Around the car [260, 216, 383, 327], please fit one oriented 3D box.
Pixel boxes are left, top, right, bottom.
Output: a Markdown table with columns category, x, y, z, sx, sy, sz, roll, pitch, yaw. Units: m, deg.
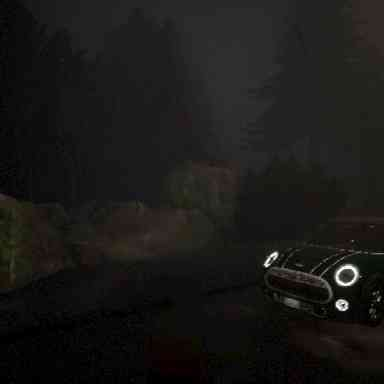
| category | x | y | z | sx | sy | sz | roll | pitch | yaw |
| --- | --- | --- | --- | --- | --- | --- | --- | --- | --- |
| car | 3.584 | 1.351 | 7.132 | 4.553 | 1.767 | 2.097 | 0 | 0 | -35 |
